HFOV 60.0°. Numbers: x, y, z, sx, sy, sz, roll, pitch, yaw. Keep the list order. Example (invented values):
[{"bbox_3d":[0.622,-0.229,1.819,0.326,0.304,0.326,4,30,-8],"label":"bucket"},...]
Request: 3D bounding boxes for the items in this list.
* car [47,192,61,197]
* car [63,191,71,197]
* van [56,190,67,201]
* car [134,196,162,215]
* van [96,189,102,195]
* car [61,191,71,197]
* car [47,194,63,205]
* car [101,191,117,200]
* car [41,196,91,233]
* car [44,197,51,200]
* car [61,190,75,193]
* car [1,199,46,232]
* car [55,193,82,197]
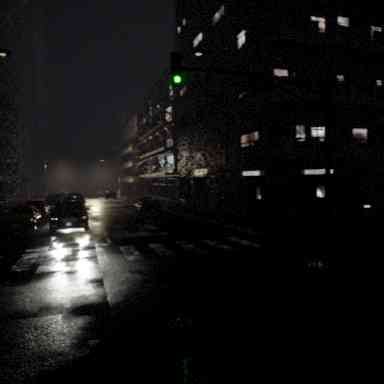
[{"bbox_3d":[-17.073,1.080,40.692,1.887,1.381,4.507,-3,2,-19],"label":"car"},{"bbox_3d":[-33.463,0.487,88.869,1.802,1.307,4.206,-3,2,-19],"label":"car"},{"bbox_3d":[-24.367,0.596,62.099,1.690,1.788,3.998,-3,2,-19],"label":"van"},{"bbox_3d":[-3.679,1.032,27.329,2.008,1.369,4.403,-3,2,-19],"label":"car"},{"bbox_3d":[-25.543,-0.018,91.558,1.690,1.788,3.998,-3,2,-19],"label":"van"},{"bbox_3d":[-31.643,0.526,83.515,2.008,1.369,4.403,-3,2,-19],"label":"car"},{"bbox_3d":[-18.893,1.047,46.046,1.802,1.307,4.206,-3,2,-19],"label":"car"},{"bbox_3d":[-14.611,0.500,59.443,1.967,1.590,4.097,-3,2,-19],"label":"car"},{"bbox_3d":[-6.678,1.251,18.211,2.128,1.511,4.902,-2,1,-19],"label":"car"},{"bbox_3d":[-11.609,1.312,24.634,1.947,1.339,4.313,-3,2,-19],"label":"car"},{"bbox_3d":[-12.935,0.869,36.623,2.097,1.767,4.553,-2,1,-19],"label":"car"},{"bbox_3d":[-9.735,1.344,19.120,1.752,1.417,4.829,-3,2,-19],"label":"car"},{"bbox_3d":[-9.727,1.132,27.192,2.128,1.511,4.902,-2,1,-19],"label":"car"}]
